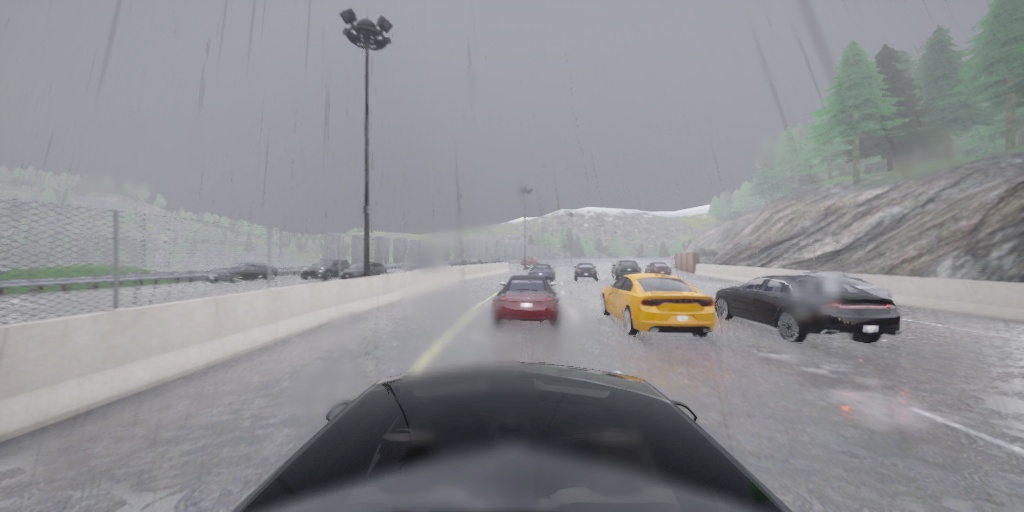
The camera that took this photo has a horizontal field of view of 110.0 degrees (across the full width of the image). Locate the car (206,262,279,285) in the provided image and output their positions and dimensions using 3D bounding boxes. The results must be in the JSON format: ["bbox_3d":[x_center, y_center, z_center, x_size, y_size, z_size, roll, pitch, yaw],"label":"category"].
[{"bbox_3d":[-19.389,1.196,26.002,2.128,1.511,4.902,0,0,8],"label":"car"}]

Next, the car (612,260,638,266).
[{"bbox_3d":[10.036,1.130,31.634,2.097,1.767,4.553,0,0,10],"label":"car"}]

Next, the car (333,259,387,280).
[{"bbox_3d":[-11.890,1.228,29.036,1.837,1.490,4.892,0,0,9],"label":"car"}]

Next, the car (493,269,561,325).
[{"bbox_3d":[0.522,1.316,11.845,1.994,1.385,4.181,0,0,4],"label":"car"}]

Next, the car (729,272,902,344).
[{"bbox_3d":[7.395,1.261,9.700,2.128,1.511,4.902,0,0,3],"label":"car"}]

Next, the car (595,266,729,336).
[{"bbox_3d":[3.931,1.238,10.480,1.882,1.535,5.008,0,0,3],"label":"car"}]

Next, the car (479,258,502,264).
[{"bbox_3d":[-3.438,1.101,63.128,2.097,1.767,4.553,0,0,20],"label":"car"}]

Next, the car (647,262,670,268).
[{"bbox_3d":[14.271,1.315,35.039,1.812,1.442,4.674,0,0,12],"label":"car"}]

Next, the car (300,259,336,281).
[{"bbox_3d":[-15.293,1.067,29.892,2.097,1.767,4.553,0,0,9],"label":"car"}]

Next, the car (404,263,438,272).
[{"bbox_3d":[-7.916,1.298,31.707,1.994,1.385,4.181,0,0,10],"label":"car"}]

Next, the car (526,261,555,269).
[{"bbox_3d":[2.439,1.323,28.823,1.994,1.385,4.181,0,0,9],"label":"car"}]

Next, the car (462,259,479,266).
[{"bbox_3d":[-6.565,1.220,64.805,1.882,1.535,5.008,0,0,20],"label":"car"}]

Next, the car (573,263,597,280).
[{"bbox_3d":[6.387,1.295,31.202,1.812,1.442,4.674,0,0,10],"label":"car"}]
